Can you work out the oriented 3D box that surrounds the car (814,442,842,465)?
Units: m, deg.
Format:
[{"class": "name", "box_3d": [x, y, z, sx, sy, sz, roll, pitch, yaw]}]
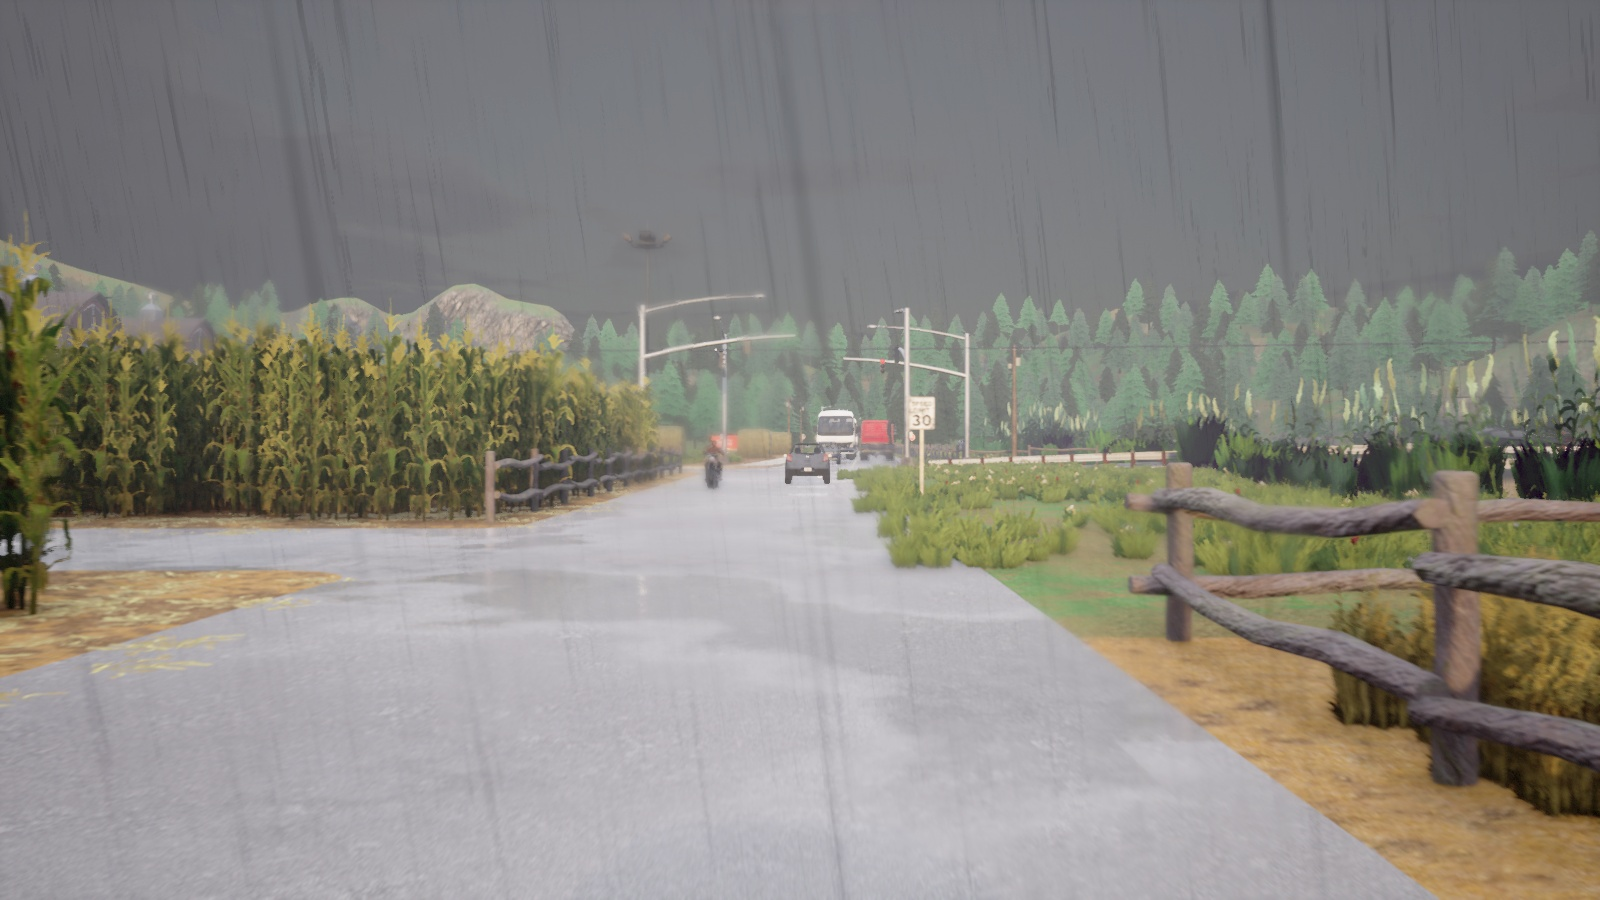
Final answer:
[{"class": "car", "box_3d": [1.919, 0.212, 85.159, 1.789, 1.549, 3.705, 0, 0, 3]}]

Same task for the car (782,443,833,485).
[{"class": "car", "box_3d": [0.282, 0.495, 47.080, 1.845, 1.501, 3.633, 0, 0, 0]}]

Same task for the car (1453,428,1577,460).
[{"class": "car", "box_3d": [35.520, -0.304, 62.518, 5.008, 1.535, 1.882, 1, 0, 8]}]

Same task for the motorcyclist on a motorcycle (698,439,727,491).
[{"class": "motorcyclist on a motorcycle", "box_3d": [-2.851, 0.462, 41.221, 0.766, 1.649, 2.350, 0, 0, 0]}]
